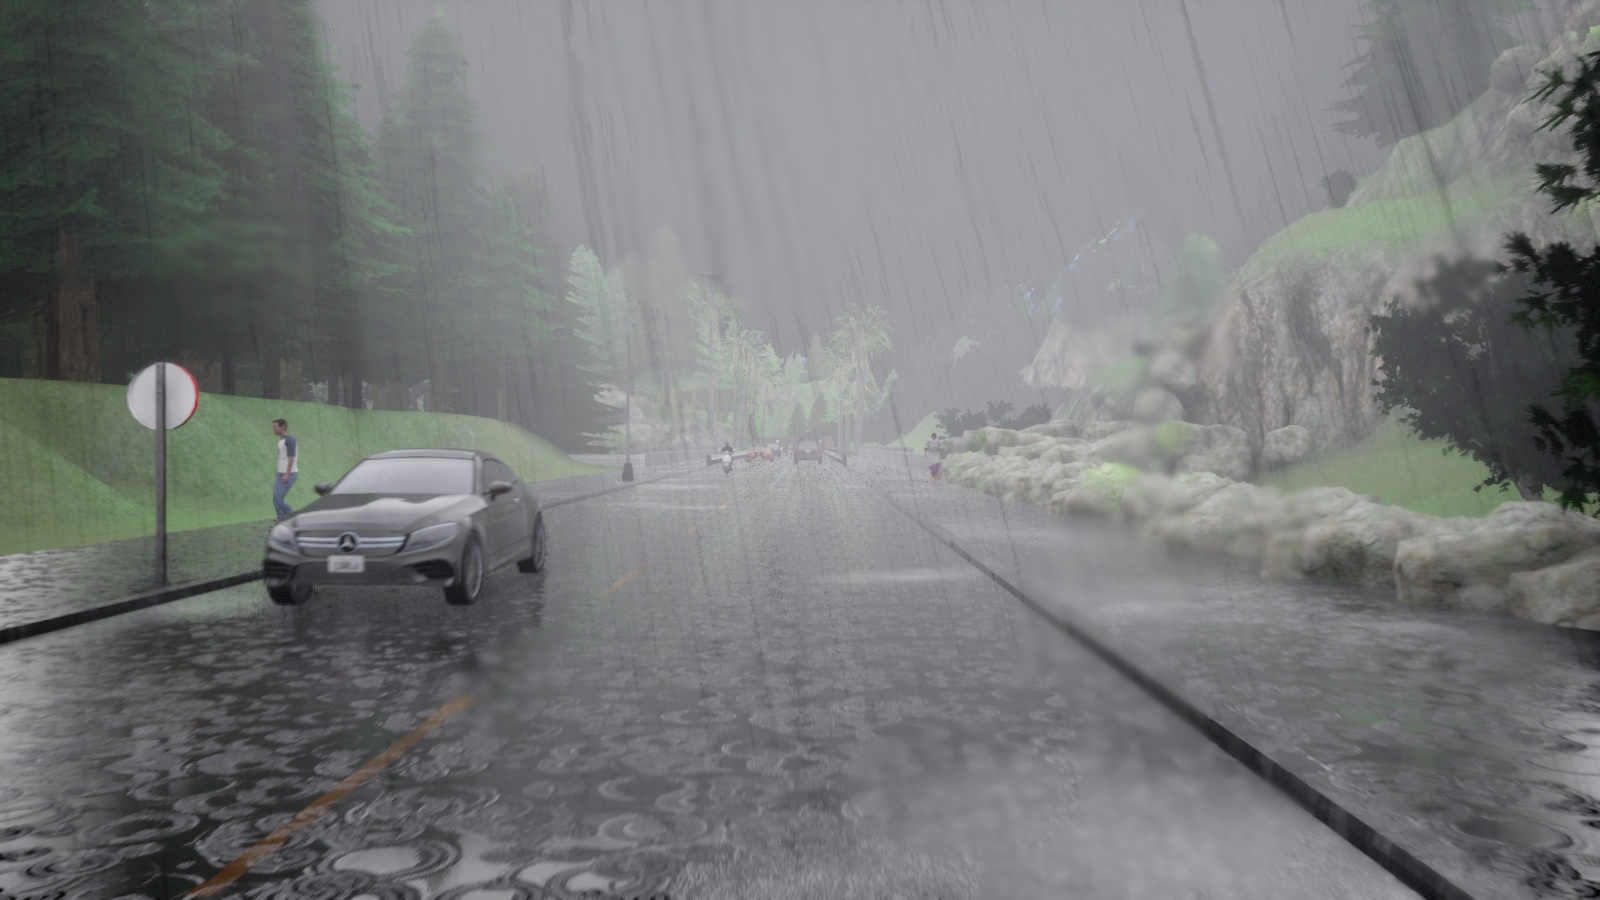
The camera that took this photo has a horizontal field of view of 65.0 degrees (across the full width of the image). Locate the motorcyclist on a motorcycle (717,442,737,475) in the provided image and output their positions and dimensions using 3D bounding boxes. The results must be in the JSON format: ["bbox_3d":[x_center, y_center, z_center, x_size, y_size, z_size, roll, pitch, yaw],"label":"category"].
[{"bbox_3d":[-3.610,0.394,61.857,0.866,1.590,1.817,0,0,0],"label":"motorcyclist on a motorcycle"}]

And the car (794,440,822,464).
[{"bbox_3d":[0.599,0.137,95.711,2.097,1.767,4.553,0,0,0],"label":"car"}]

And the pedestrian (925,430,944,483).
[{"bbox_3d":[4.994,0.233,46.595,0.659,1.952,0.873,0,0,5],"label":"pedestrian"}]

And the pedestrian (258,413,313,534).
[{"bbox_3d":[-7.930,0.355,19.362,0.706,1.836,0.354,0,0,-42],"label":"pedestrian"}]

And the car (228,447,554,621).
[{"bbox_3d":[-3.906,0.706,12.933,1.812,1.442,4.674,0,0,0],"label":"car"}]
